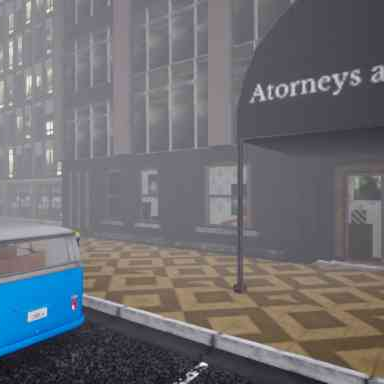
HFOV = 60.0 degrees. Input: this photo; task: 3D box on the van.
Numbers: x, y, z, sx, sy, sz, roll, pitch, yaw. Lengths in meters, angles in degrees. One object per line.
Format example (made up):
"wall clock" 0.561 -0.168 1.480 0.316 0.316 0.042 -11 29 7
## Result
"van" -3.497 1.341 5.359 3.998 1.788 1.690 0 0 35
